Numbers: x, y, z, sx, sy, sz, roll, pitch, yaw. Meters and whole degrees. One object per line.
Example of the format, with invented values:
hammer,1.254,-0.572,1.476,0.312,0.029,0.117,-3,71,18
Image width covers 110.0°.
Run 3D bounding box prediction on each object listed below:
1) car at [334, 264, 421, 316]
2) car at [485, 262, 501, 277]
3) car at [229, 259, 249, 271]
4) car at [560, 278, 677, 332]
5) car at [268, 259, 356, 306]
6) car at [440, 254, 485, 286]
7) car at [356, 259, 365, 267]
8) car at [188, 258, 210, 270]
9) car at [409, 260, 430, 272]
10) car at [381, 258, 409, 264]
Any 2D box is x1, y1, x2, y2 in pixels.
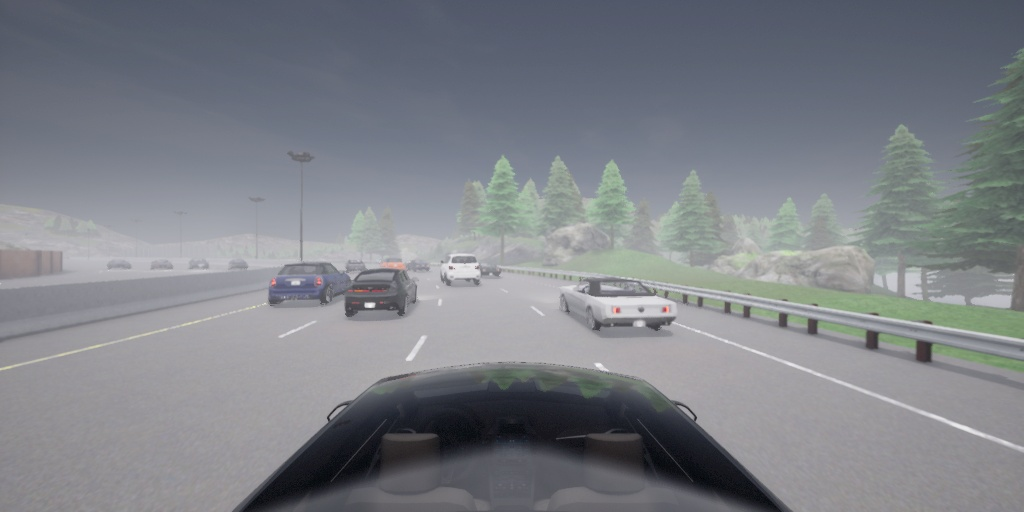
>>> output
car,-4.623,1.210,13.141,1.837,1.490,4.892,0,0,-8
car,-2.561,1.224,32.420,1.895,1.301,4.718,0,0,-21
car,-35.651,1.130,46.702,2.033,1.411,5.357,0,0,-41
car,2.816,1.311,10.781,1.895,1.301,4.718,0,0,-6
car,-8.643,1.048,15.743,2.097,1.767,4.553,0,0,-11
car,-3.662,0.879,24.814,2.150,2.045,5.566,0,1,-16
car,-16.890,1.096,38.448,2.128,1.511,4.902,0,0,-28
car,-42.190,1.070,48.312,4.902,1.511,2.128,0,0,44
car,-11.238,1.132,42.631,2.033,1.411,5.357,0,0,-29
car,-12.655,0.960,37.810,2.097,1.767,4.553,0,0,-27
